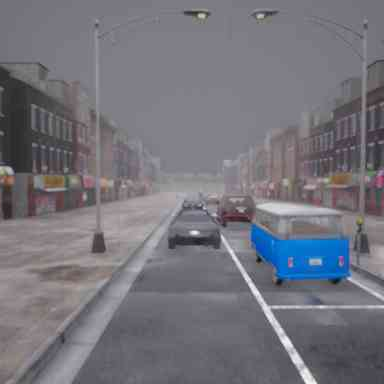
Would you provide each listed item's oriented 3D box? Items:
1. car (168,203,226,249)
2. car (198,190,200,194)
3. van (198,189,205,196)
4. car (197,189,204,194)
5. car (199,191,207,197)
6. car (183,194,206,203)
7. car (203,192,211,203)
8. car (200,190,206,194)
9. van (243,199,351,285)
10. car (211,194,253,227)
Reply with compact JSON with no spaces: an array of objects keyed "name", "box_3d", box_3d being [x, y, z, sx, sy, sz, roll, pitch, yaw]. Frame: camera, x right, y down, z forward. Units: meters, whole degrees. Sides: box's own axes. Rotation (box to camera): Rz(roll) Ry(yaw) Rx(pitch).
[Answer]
[{"name":"car","box_3d":[0.084,1.373,13.650,1.994,1.385,4.181,0,1,0]},{"name":"car","box_3d":[2.565,0.743,58.654,2.008,1.369,4.403,-1,1,0]},{"name":"van","box_3d":[2.531,0.085,91.843,1.690,1.788,3.998,-1,1,0]},{"name":"car","box_3d":[2.556,0.608,69.717,1.947,1.339,4.313,-1,1,0]},{"name":"car","box_3d":[2.546,0.475,80.782,1.802,1.307,4.206,-1,1,0]},{"name":"car","box_3d":[0.069,1.172,30.941,1.895,1.301,4.718,0,1,0]},{"name":"car","box_3d":[2.581,1.001,42.058,1.802,1.307,4.206,-1,1,0]},{"name":"car","box_3d":[2.570,0.790,53.291,1.752,1.417,4.829,-1,1,0]},{"name":"van","box_3d":[2.606,1.218,8.863,1.690,1.788,3.998,-1,1,0]},{"name":"car","box_3d":[2.595,1.039,19.927,2.192,1.841,5.009,-1,1,0]}]
